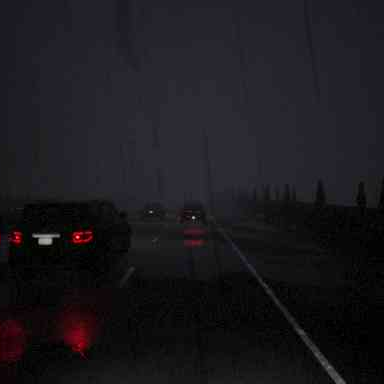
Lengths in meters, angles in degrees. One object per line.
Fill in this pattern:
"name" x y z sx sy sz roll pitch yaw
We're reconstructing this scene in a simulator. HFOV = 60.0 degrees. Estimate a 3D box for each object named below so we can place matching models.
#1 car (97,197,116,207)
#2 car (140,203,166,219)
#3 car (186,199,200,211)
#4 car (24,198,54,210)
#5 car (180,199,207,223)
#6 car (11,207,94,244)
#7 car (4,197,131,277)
"car" -13.982 1.654 54.504 1.837 1.490 4.892 0 -1 0
"car" -3.389 1.624 29.559 1.994 1.385 4.181 0 0 0
"car" 0.115 1.624 42.861 1.812 1.442 4.674 0 0 0
"car" -21.010 1.616 45.859 1.837 1.490 4.892 0 -1 1
"car" 0.110 1.554 25.736 1.837 1.490 4.892 0 0 0
"car" -6.894 1.575 17.226 2.033 1.411 5.357 0 0 0
"car" -3.396 1.236 10.394 2.150 2.045 5.566 0 0 0
